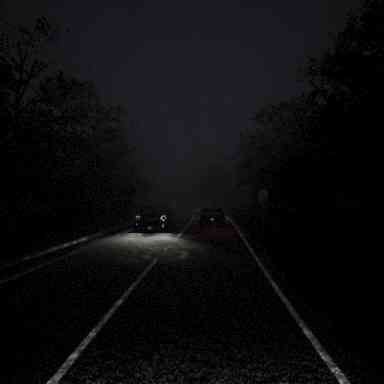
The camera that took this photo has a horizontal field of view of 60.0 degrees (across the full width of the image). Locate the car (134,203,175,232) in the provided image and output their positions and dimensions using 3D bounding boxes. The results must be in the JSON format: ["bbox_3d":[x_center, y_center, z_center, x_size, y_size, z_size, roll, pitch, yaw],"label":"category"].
[{"bbox_3d":[-2.358,1.579,21.935,2.097,1.767,4.553,0,-1,4],"label":"car"}]

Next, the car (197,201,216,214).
[{"bbox_3d":[1.768,1.939,42.666,2.128,1.511,4.902,0,-1,-2],"label":"car"}]

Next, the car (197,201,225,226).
[{"bbox_3d":[1.580,1.754,26.052,2.128,1.511,4.902,0,-1,3],"label":"car"}]
